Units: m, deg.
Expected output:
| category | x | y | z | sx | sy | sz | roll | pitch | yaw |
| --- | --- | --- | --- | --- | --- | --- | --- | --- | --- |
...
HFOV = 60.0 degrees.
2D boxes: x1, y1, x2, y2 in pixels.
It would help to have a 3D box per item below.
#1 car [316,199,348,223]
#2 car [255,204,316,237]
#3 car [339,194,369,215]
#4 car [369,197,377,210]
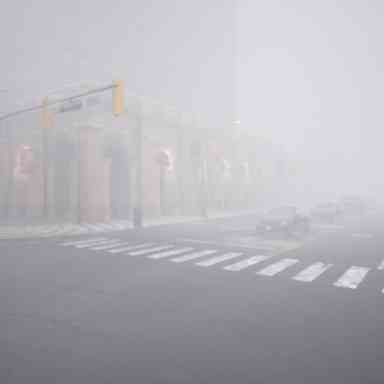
| category | x | y | z | sx | sy | sz | roll | pitch | yaw |
| --- | --- | --- | --- | --- | --- | --- | --- | --- | --- |
| car | 10.465 | 1.521 | 25.972 | 1.837 | 1.490 | 4.892 | 0 | 0 | 36 |
| car | 5.177 | 1.542 | 18.510 | 1.812 | 1.442 | 4.674 | 0 | 0 | 36 |
| car | 16.248 | 1.238 | 34.110 | 2.150 | 2.045 | 5.566 | 0 | 0 | 35 |
| car | 22.216 | 1.368 | 42.528 | 2.097 | 1.767 | 4.553 | 0 | 0 | 35 |
